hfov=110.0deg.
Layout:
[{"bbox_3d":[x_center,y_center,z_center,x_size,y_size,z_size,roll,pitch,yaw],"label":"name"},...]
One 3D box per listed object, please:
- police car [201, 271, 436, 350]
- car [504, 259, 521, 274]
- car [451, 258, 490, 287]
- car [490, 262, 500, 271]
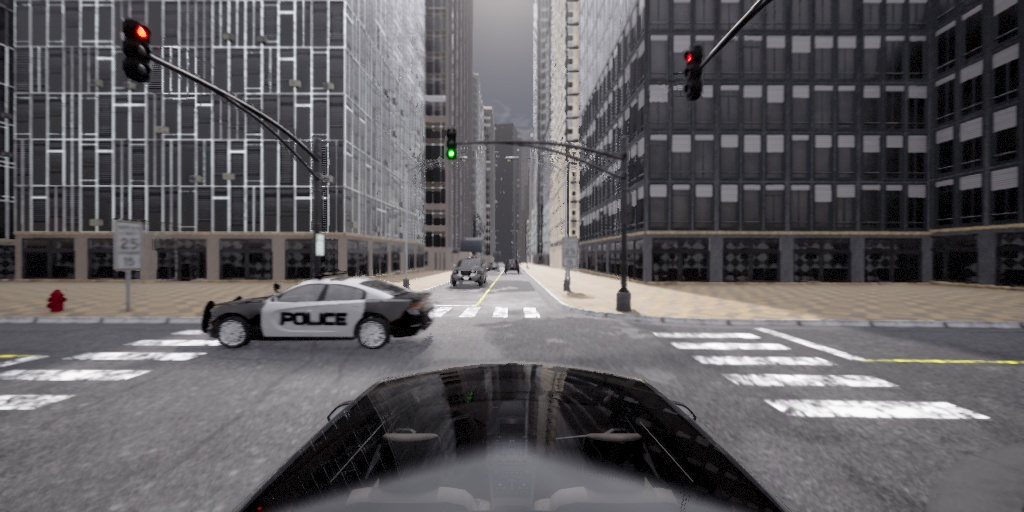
[{"bbox_3d":[-4.504,1.199,8.603,5.238,1.638,1.930,0,0,1],"label":"police car"},{"bbox_3d":[0.027,1.385,50.458,2.150,2.045,5.566,0,-1,0],"label":"car"},{"bbox_3d":[-3.081,1.162,26.759,2.150,2.045,5.566,0,0,0],"label":"car"},{"bbox_3d":[-2.957,1.737,58.563,1.837,1.490,4.892,0,-1,-1],"label":"car"}]
